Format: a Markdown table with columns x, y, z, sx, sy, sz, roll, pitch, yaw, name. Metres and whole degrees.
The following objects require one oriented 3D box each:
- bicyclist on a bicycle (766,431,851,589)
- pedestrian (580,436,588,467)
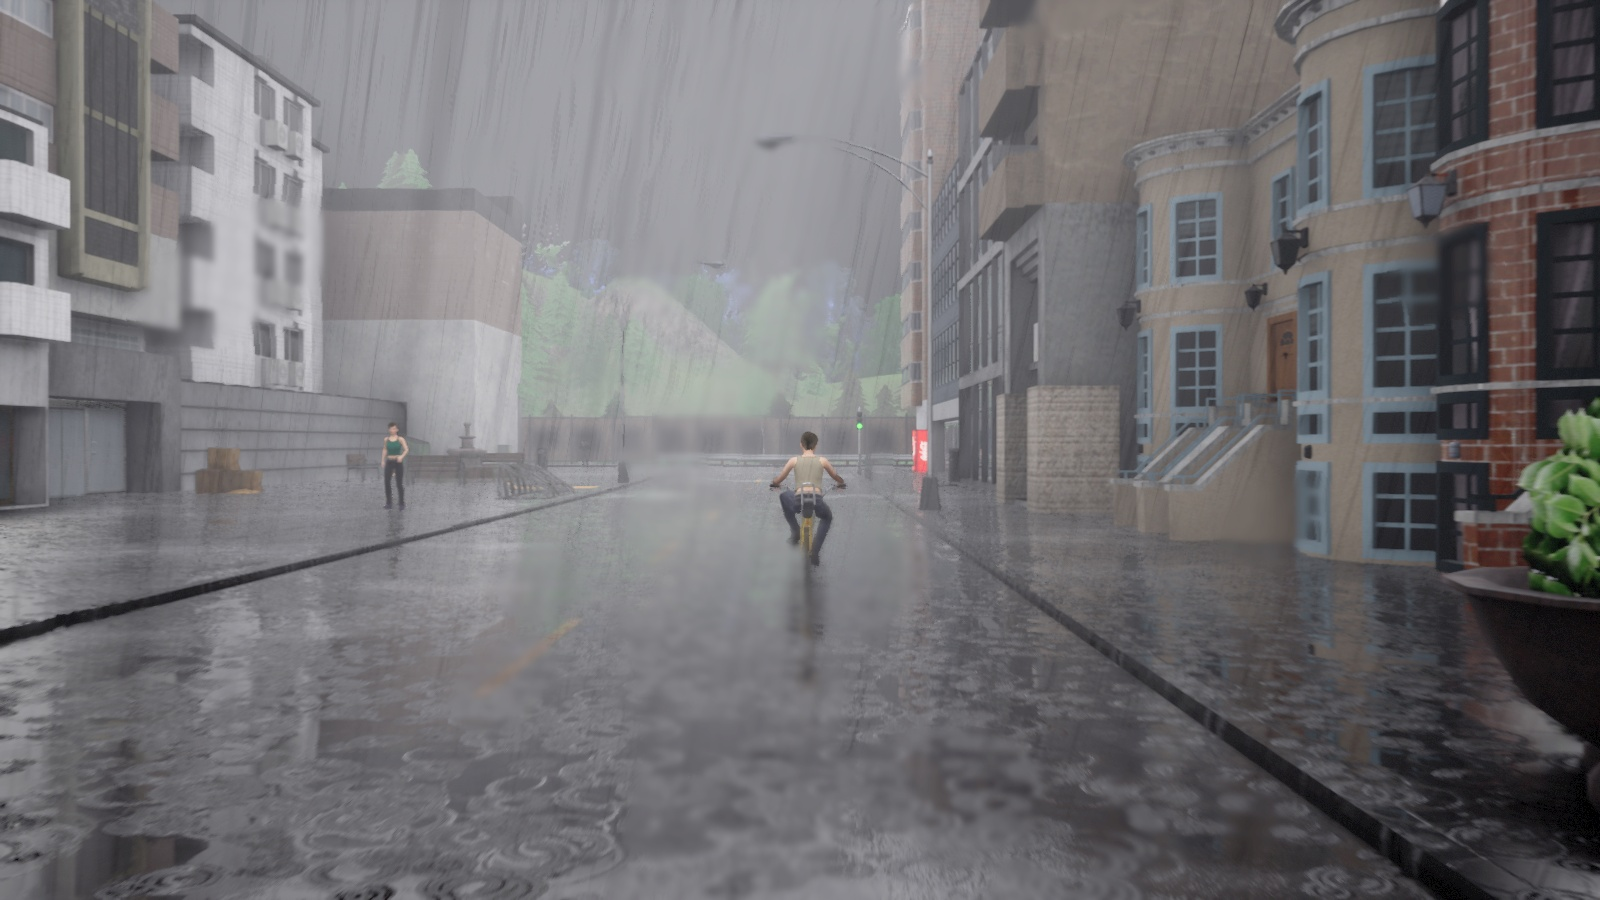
| x | y | z | sx | sy | sz | roll | pitch | yaw | name |
| --- | --- | --- | --- | --- | --- | --- | --- | --- | --- |
| 0.092 | 0.606 | 13.594 | 0.866 | 1.612 | 1.509 | 0 | 0 | 0 | bicyclist on a bicycle |
| -13.182 | 0.091 | 76.624 | 0.402 | 1.930 | 0.666 | 0 | 0 | 0 | pedestrian |
